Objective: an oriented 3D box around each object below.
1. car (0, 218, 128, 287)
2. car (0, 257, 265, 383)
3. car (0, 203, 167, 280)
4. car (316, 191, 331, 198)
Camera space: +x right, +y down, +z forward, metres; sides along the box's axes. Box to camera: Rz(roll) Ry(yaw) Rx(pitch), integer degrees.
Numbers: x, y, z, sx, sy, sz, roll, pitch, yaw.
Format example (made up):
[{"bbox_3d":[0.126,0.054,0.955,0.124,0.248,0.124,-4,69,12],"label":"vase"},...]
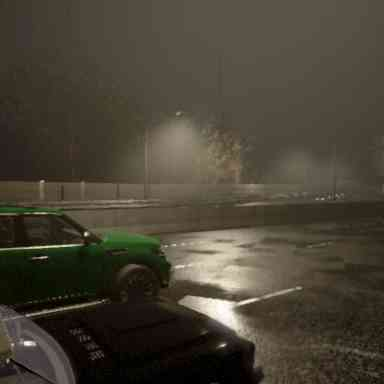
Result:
[{"bbox_3d":[-4.173,1.566,9.368,4.181,1.385,1.994,0,0,-36],"label":"car"},{"bbox_3d":[-1.646,1.601,2.576,4.718,1.301,1.895,0,0,-35],"label":"car"},{"bbox_3d":[-3.029,1.222,5.884,5.566,2.045,2.150,0,0,-36],"label":"car"},{"bbox_3d":[31.043,0.795,79.536,2.033,1.411,5.357,0,1,32],"label":"car"}]
